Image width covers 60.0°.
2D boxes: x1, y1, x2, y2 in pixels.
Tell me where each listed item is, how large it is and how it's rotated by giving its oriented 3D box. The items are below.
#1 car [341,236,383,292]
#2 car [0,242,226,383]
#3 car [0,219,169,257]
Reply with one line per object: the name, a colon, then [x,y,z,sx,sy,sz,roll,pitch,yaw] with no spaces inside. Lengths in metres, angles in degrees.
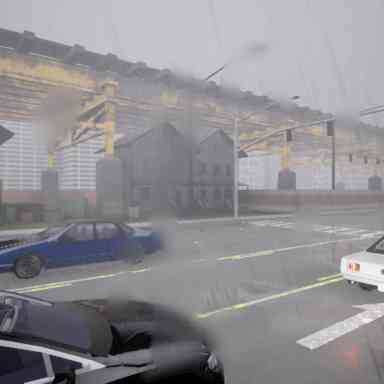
car: [5.602,1.601,7.759,4.718,1.301,1.895,0,0,-35]
car: [-1.918,1.492,2.378,4.902,1.511,2.128,0,0,-35]
car: [-3.346,1.547,10.198,5.357,1.411,2.033,0,0,-35]
